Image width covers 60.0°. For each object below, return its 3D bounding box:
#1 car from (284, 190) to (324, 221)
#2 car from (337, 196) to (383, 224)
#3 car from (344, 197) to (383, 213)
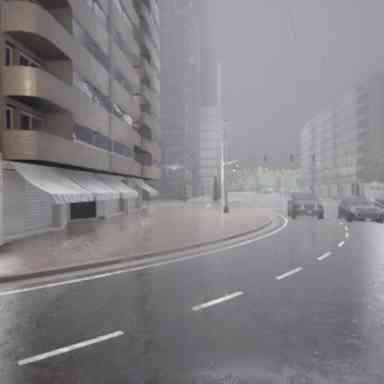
[{"bbox_3d":[8.815,1.050,26.149,2.150,2.045,5.566,0,0,11],"label":"car"},{"bbox_3d":[11.715,1.173,23.376,2.097,1.767,4.553,0,0,13],"label":"car"},{"bbox_3d":[17.077,1.269,33.336,1.812,1.442,4.674,0,0,5],"label":"car"}]
